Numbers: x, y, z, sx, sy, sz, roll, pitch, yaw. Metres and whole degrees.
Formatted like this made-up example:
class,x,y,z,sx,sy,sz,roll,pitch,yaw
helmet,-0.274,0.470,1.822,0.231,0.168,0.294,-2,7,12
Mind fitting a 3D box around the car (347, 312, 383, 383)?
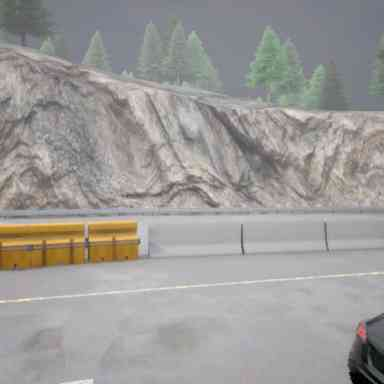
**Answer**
class,x,y,z,sx,sy,sz,roll,pitch,yaw
car,3.754,1.563,3.247,4.181,1.385,1.994,0,0,-14
